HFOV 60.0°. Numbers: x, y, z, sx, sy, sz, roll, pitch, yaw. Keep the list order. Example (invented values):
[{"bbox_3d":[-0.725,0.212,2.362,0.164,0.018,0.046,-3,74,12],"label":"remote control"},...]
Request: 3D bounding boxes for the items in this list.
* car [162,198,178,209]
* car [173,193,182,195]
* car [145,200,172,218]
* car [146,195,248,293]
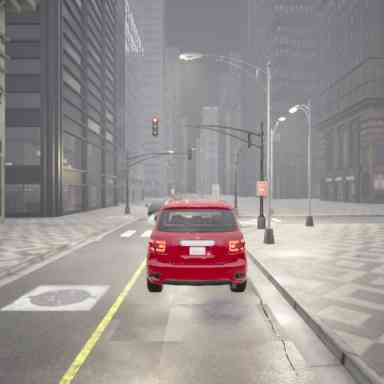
[{"bbox_3d":[-3.109,1.566,47.368,1.994,1.385,4.181,0,0,0],"label":"car"},{"bbox_3d":[-3.030,1.236,68.164,2.150,2.045,5.566,0,0,0],"label":"car"},{"bbox_3d":[-3.109,1.548,31.982,2.033,1.411,5.357,0,0,0],"label":"car"},{"bbox_3d":[0.099,1.221,9.031,2.150,2.045,5.566,0,0,0],"label":"car"}]
